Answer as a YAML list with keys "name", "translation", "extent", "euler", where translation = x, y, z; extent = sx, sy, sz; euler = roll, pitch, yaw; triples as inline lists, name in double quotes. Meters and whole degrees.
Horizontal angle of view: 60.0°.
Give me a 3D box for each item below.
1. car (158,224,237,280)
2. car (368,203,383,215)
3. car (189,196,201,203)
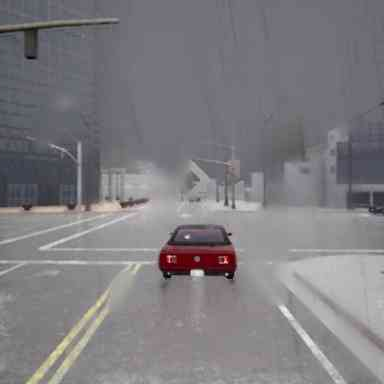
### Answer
- name: "car"
  translation: [0.280, 1.605, 9.976]
  extent: [1.895, 1.301, 4.718]
  euler: [0, 0, 4]
- name: "car"
  translation: [19.379, 1.530, 32.093]
  extent: [4.181, 1.385, 1.994]
  euler: [0, 0, -1]
- name: "car"
  translation: [0.676, 1.561, 71.895]
  extent: [2.033, 1.411, 5.357]
  euler: [0, 0, 12]
